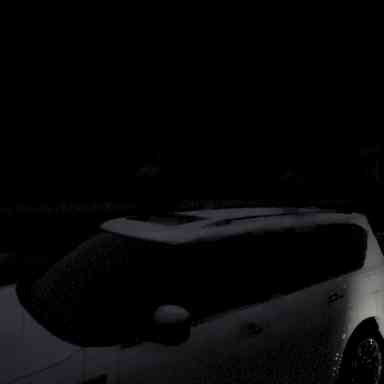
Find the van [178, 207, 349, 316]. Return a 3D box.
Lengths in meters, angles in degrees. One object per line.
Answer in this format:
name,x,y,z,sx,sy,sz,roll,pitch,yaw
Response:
van,1.814,1.340,7.848,3.998,1.788,1.690,0,0,-36

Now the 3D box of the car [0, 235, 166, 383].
car,-2.782,1.545,4.549,4.507,1.381,1.887,0,0,-36

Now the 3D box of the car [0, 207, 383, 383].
car,-0.102,1.221,3.306,5.566,2.045,2.150,0,0,-36
